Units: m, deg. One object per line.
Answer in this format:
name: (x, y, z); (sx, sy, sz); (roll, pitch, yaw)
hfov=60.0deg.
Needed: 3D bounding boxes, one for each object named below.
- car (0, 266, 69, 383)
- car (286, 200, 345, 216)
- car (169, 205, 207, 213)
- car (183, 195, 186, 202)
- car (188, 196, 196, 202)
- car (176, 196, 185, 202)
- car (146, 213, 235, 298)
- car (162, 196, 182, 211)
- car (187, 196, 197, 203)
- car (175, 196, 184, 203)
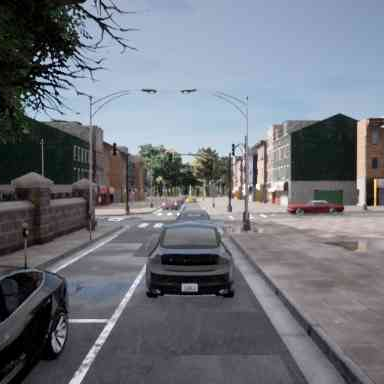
car: (-2.646, 1.565, 3.237); (1.947, 1.339, 4.313); (-1, 0, 0)
car: (10.941, 1.423, 29.835); (4.718, 1.301, 1.895); (-1, 1, 0)
car: (0.091, 1.549, 15.976); (2.033, 1.411, 5.357); (0, 0, 0)
car: (-2.682, 1.617, 63.296); (1.887, 1.381, 4.507); (-1, 0, 0)
car: (-0.046, 1.658, 82.145); (2.033, 1.411, 5.357); (0, 0, 0)
car: (-2.691, 1.677, 79.600); (1.947, 1.339, 4.313); (-1, 0, 0)
car: (-0.028, 1.504, 8.518); (1.837, 1.490, 4.892); (0, 0, 0)
car: (-2.670, 1.471, 41.557); (1.967, 1.590, 4.097); (-1, 0, 0)
car: (-0.029, 1.570, 71.711); (1.882, 1.535, 5.008); (0, 0, 0)
car: (-2.688, 1.643, 74.165); (1.887, 1.381, 4.507); (-1, 0, 0)
